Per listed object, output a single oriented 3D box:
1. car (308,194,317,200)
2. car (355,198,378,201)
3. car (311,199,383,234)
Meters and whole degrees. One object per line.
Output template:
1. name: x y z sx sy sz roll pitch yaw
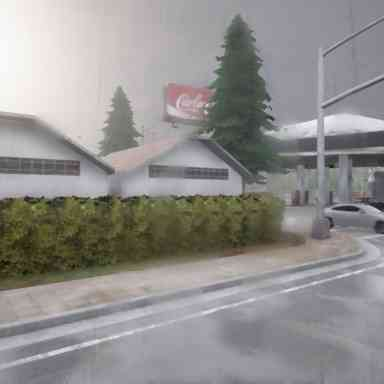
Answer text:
1. car: 31.956 1.329 88.921 2.152 1.636 5.027 0 0 -36
2. car: 20.925 1.479 39.420 4.611 1.667 2.242 0 0 -36
3. car: 9.006 1.342 17.939 1.812 1.442 4.674 0 0 -36
